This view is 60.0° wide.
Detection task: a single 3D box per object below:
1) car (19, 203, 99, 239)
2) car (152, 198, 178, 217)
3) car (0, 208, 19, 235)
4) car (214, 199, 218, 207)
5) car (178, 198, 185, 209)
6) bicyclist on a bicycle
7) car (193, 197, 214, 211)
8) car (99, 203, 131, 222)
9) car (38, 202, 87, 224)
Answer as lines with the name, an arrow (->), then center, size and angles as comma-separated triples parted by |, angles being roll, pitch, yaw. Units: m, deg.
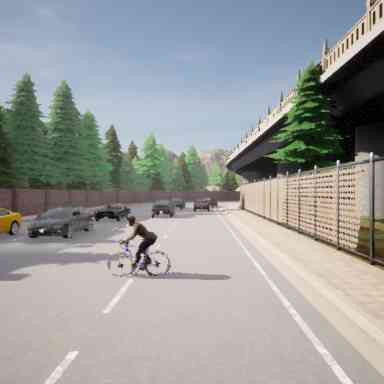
car -> -6.657, 1.506, 17.303 | 1.837, 1.490, 4.892 | 0, -1, 2
car -> -2.585, 1.503, 30.920 | 1.837, 1.490, 4.892 | 0, 0, 1
car -> -10.197, 1.477, 15.915 | 1.882, 1.535, 5.008 | 0, 0, 2
car -> 2.592, 1.525, 49.965 | 1.812, 1.442, 4.674 | 0, 0, 15
car -> -1.996, 1.491, 44.219 | 2.128, 1.511, 4.902 | 0, 0, 5
bicyclist on a bicycle -> -1.409, 1.453, 8.732 | 1.656, 1.620, 0.582 | -2, 0, 2
car -> 1.170, 1.491, 39.742 | 2.128, 1.511, 4.902 | 0, 0, 2
car -> -6.301, 1.600, 26.792 | 1.895, 1.301, 4.718 | 0, 0, 2
car -> -9.906, 1.564, 25.818 | 1.994, 1.385, 4.181 | 0, 0, 2
